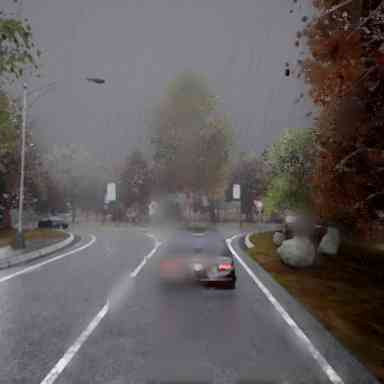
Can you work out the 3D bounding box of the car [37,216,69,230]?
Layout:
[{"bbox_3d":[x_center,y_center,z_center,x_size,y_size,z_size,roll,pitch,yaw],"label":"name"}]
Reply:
[{"bbox_3d":[-15.599,3.421,37.070,2.033,1.411,5.357,4,-5,-42],"label":"car"}]

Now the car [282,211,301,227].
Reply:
[{"bbox_3d":[13.423,3.665,44.882,2.150,2.045,5.566,0,-4,13],"label":"car"}]

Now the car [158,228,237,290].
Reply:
[{"bbox_3d":[0.162,1.732,9.546,2.033,1.411,5.357,0,-2,1],"label":"car"}]
